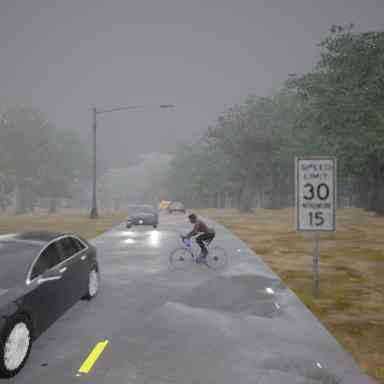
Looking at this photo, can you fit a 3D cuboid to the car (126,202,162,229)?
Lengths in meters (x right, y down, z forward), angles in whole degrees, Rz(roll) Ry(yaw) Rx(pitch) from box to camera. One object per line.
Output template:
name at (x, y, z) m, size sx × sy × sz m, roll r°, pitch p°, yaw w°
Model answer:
car at (-3.129, 1.518, 21.723) m, size 1.837 × 1.490 × 4.892 m, roll 0°, pitch -1°, yaw -4°

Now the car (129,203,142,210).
car at (-10.961, 2.805, 64.747) m, size 1.994 × 1.385 × 4.181 m, roll 0°, pitch -3°, yaw -17°

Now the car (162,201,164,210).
car at (-4.025, 2.105, 51.033) m, size 1.882 × 1.535 × 5.008 m, roll 0°, pitch -2°, yaw -12°

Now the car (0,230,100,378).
car at (-3.007, 1.503, 5.608) m, size 1.837 × 1.490 × 4.892 m, roll 0°, pitch 0°, yaw 2°

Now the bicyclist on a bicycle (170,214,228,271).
bicyclist on a bicycle at (0.188, 1.453, 9.506) m, size 1.656 × 1.620 × 0.582 m, roll -1°, pitch 0°, yaw 1°

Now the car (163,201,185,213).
car at (-2.045, 1.875, 40.900) m, size 1.994 × 1.385 × 4.181 m, roll 0°, pitch -1°, yaw -9°
